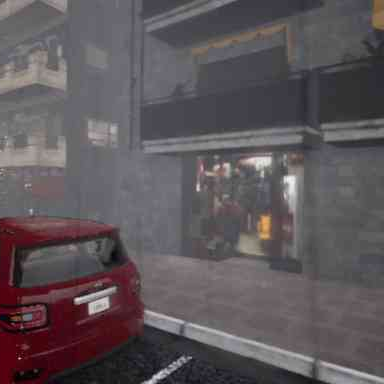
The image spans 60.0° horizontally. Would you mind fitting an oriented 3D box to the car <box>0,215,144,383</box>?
[{"bbox_3d":[-2.941,1.285,4.956,5.009,1.841,2.192,0,1,35],"label":"car"}]
